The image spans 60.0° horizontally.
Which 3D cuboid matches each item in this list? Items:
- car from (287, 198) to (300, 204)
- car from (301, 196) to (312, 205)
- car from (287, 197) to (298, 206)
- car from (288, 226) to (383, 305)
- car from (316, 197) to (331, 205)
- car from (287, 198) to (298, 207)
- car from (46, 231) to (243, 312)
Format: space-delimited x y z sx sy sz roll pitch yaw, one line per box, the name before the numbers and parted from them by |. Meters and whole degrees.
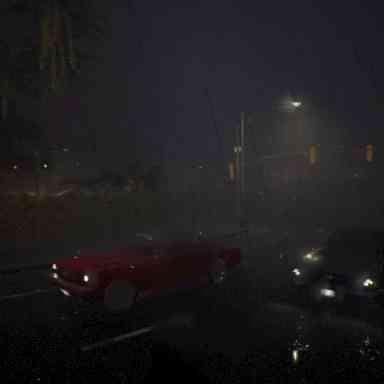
car | 25.349 2.273 83.197 2.231 1.521 4.892 0 -1 28
car | 26.217 1.947 76.118 2.150 2.045 5.566 0 -1 18
car | 22.001 2.050 72.957 2.185 1.767 4.553 0 -1 18
car | 4.425 1.630 8.615 2.033 1.411 5.357 -1 -1 41
car | 29.546 2.232 75.033 1.812 1.442 4.674 0 -1 18
car | 20.157 2.117 66.799 2.097 1.535 5.008 0 -1 18
car | -0.901 1.684 8.110 4.718 1.301 1.895 1 -1 -44
